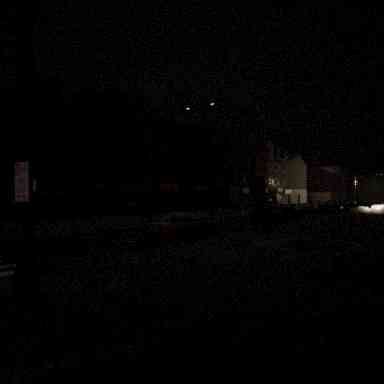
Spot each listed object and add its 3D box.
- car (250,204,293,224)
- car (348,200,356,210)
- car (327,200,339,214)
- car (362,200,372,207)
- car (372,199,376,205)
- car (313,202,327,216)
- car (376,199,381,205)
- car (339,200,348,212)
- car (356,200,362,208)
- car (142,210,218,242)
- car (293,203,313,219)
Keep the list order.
[{"bbox_3d":[5.987,1.713,25.941,1.947,1.339,4.313,-1,-1,35],"label":"car"},{"bbox_3d":[22.238,1.950,48.900,2.008,1.369,4.403,-1,-1,35],"label":"car"},{"bbox_3d":[15.737,1.832,39.716,1.887,1.381,4.507,-1,-1,35],"label":"car"},{"bbox_3d":[31.989,2.144,62.675,2.008,1.369,4.403,-1,-1,35],"label":"car"},{"bbox_3d":[35.238,2.209,67.266,1.887,1.381,4.507,-1,-2,35],"label":"car"},{"bbox_3d":[12.488,1.819,35.124,1.802,1.307,4.206,-1,-1,35],"label":"car"},{"bbox_3d":[44.988,2.458,81.039,2.008,1.369,4.403,-2,-2,35],"label":"car"},{"bbox_3d":[18.987,1.782,44.310,1.967,1.590,4.097,-1,-1,35],"label":"car"},{"bbox_3d":[25.488,2.011,53.491,2.008,1.369,4.403,-1,-1,35],"label":"car"},{"bbox_3d":[-0.415,1.597,16.896,1.752,1.417,4.829,-1,-1,35],"label":"car"},{"bbox_3d":[9.237,1.741,30.533,2.008,1.369,4.403,-1,-1,35],"label":"car"}]
